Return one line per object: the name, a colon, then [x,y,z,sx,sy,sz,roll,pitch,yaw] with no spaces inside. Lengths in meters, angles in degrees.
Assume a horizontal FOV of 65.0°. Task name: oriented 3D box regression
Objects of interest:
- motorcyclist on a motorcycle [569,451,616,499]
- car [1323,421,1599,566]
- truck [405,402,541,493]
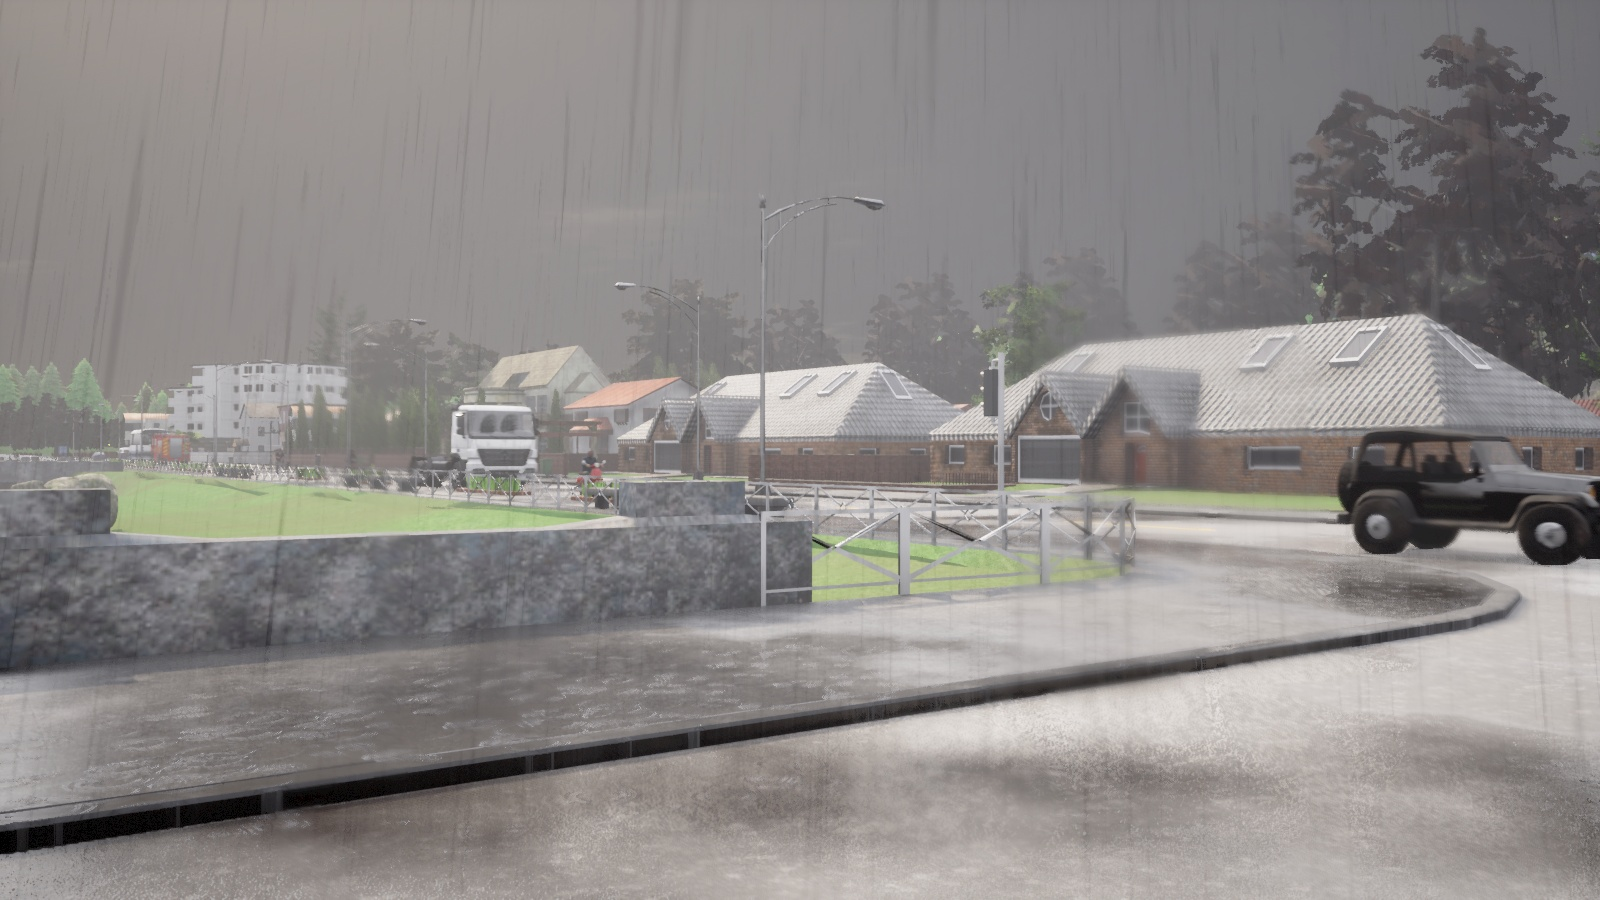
motorcyclist on a motorcycle: [-7.018,0.817,42.385,0.866,1.590,1.817,0,0,-35]
car: [9.958,0.564,18.285,1.905,1.878,3.866,0,0,-39]
truck: [-13.658,-0.081,51.922,2.891,3.462,7.936,0,0,-35]
